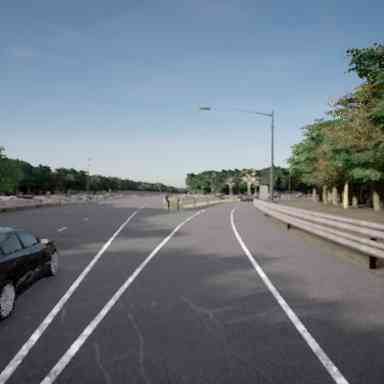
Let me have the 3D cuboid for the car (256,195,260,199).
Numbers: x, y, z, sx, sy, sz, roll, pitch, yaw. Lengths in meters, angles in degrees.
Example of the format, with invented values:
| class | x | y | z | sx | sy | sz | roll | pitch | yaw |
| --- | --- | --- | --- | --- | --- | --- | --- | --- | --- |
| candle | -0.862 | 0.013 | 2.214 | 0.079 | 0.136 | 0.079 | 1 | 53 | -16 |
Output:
| class | x | y | z | sx | sy | sz | roll | pitch | yaw |
| --- | --- | --- | --- | --- | --- | --- | --- | --- | --- |
| car | 16.564 | 1.392 | 83.972 | 2.033 | 1.411 | 5.357 | 1 | 0 | 30 |

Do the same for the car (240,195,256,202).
| class | x | y | z | sx | sy | sz | roll | pitch | yaw |
| --- | --- | --- | --- | --- | --- | --- | --- | --- | --- |
| car | 12.330 | 1.513 | 75.179 | 1.994 | 1.385 | 4.181 | 1 | 0 | 25 |

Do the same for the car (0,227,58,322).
| class | x | y | z | sx | sy | sz | roll | pitch | yaw |
| --- | --- | --- | --- | --- | --- | --- | --- | --- | --- |
| car | -4.349 | 1.482 | 7.132 | 1.882 | 1.535 | 5.008 | 0 | 0 | -8 |
